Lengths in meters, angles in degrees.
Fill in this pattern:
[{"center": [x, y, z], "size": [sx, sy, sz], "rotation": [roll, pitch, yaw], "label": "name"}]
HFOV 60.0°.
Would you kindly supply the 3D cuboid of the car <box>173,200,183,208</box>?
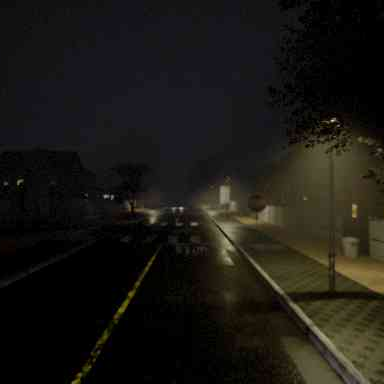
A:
[{"center": [-2.827, 2.311, 65.723], "size": [1.812, 1.442, 4.674], "rotation": [0, -1, 0], "label": "car"}]
